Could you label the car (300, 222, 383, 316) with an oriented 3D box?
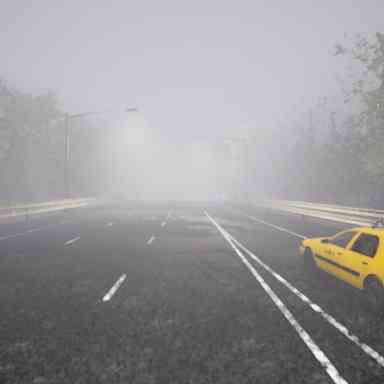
[{"bbox_3d":[4.097,1.418,7.375,1.801,1.575,5.366,0,0,-3],"label":"car"}]
